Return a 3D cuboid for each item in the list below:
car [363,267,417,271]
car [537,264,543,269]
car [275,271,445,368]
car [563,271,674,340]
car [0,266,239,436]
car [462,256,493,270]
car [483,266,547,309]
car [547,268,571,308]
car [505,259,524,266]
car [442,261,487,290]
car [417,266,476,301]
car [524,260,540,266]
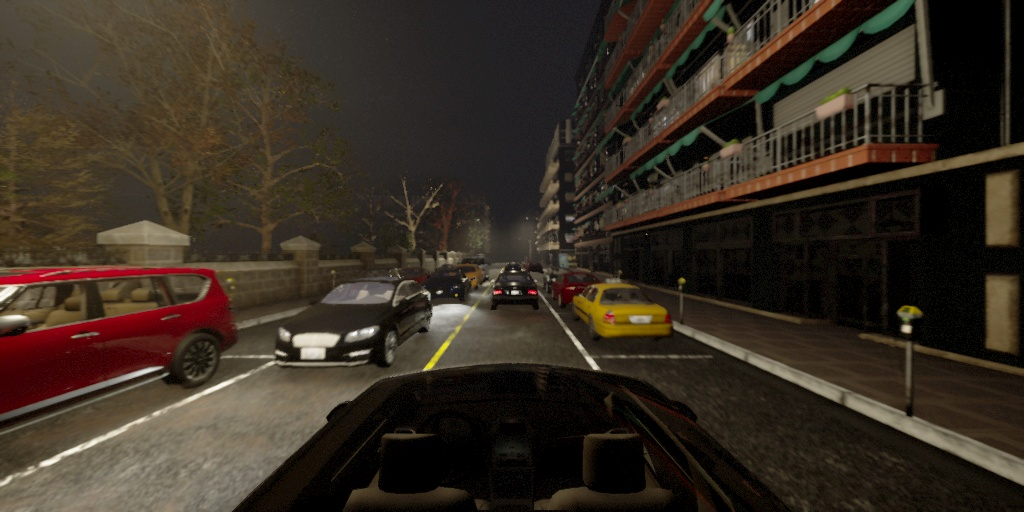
[{"bbox_3d":[-5.684,1.223,15.188,1.967,1.591,4.097,0,0,0],"label":"car"},{"bbox_3d":[2.698,1.348,20.721,2.007,1.370,4.403,0,0,0],"label":"car"},{"bbox_3d":[-3.090,1.257,8.018,2.128,1.511,4.902,0,0,0],"label":"car"},{"bbox_3d":[2.694,1.294,9.820,1.751,1.417,4.829,0,0,0],"label":"car"},{"bbox_3d":[-5.689,1.070,4.118,2.192,1.841,5.009,0,0,0],"label":"car"},{"bbox_3d":[-3.043,1.036,28.809,2.150,2.045,5.566,0,0,1],"label":"car"},{"bbox_3d":[0.105,1.330,15.098,2.033,1.411,5.357,0,0,0],"label":"car"},{"bbox_3d":[2.696,1.328,15.185,1.888,1.381,4.507,0,0,0],"label":"car"},{"bbox_3d":[0.116,1.421,43.151,1.994,1.385,4.181,0,0,0],"label":"car"},{"bbox_3d":[-2.977,1.284,23.513,1.882,1.535,5.008,0,0,0],"label":"car"},{"bbox_3d":[-3.076,1.352,17.263,1.994,1.385,4.181,0,0,0],"label":"car"},{"bbox_3d":[2.708,1.401,42.861,1.888,1.381,4.507,0,0,0],"label":"car"}]
